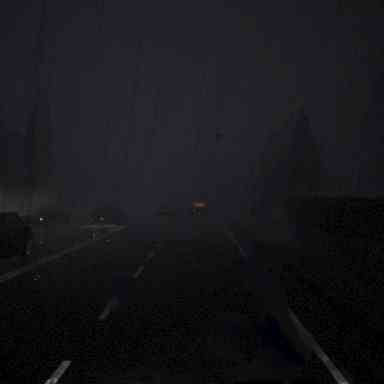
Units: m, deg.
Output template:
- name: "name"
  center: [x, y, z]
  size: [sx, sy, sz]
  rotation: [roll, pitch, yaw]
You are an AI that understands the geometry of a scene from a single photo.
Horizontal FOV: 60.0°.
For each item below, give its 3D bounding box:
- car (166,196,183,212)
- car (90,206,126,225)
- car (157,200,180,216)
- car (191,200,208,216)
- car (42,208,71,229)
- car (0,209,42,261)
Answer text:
- name: "car"
  center: [-2.500, 1.633, 46.142]
  size: [2.150, 2.045, 5.566]
  rotation: [0, -1, 2]
- name: "car"
  center: [-6.544, 1.792, 26.295]
  size: [1.994, 1.385, 4.181]
  rotation: [0, -1, 2]
- name: "car"
  center: [-2.683, 1.886, 36.174]
  size: [1.994, 1.385, 4.181]
  rotation: [0, -1, 1]
- name: "car"
  center: [0.845, 1.938, 37.258]
  size: [1.895, 1.301, 4.718]
  rotation: [0, -1, 1]
- name: "car"
  center: [-10.125, 1.794, 23.006]
  size: [1.895, 1.301, 4.718]
  rotation: [0, -1, 1]
- name: "car"
  center: [-6.888, 1.438, 10.364]
  size: [2.097, 1.767, 4.553]
  rotation: [0, -1, 1]
